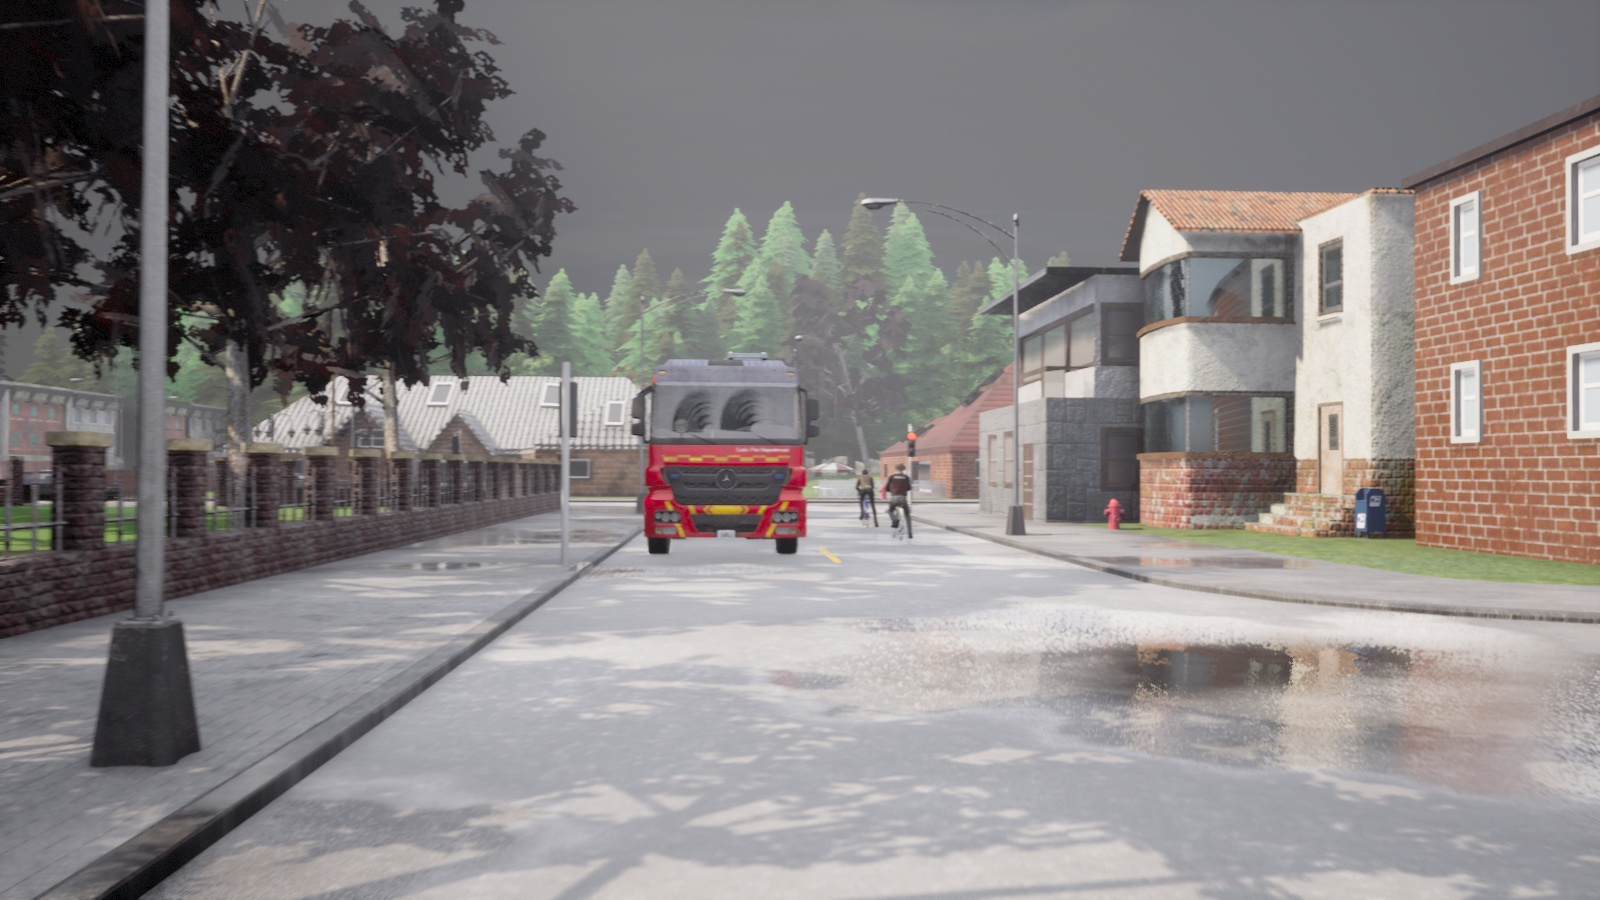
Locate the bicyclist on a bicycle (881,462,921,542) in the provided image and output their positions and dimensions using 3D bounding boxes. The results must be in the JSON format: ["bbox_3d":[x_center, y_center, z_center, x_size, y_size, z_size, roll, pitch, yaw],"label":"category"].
[{"bbox_3d":[2.301,1.161,28.849,0.659,1.776,1.843,0,-1,-3],"label":"bicyclist on a bicycle"}]

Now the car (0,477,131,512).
[{"bbox_3d":[-31.690,1.871,53.419,5.357,1.411,2.033,0,-1,-5],"label":"car"}]

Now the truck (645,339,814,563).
[{"bbox_3d":[-1.572,0.088,25.765,2.891,3.827,8.468,0,-1,-5],"label":"truck"}]
